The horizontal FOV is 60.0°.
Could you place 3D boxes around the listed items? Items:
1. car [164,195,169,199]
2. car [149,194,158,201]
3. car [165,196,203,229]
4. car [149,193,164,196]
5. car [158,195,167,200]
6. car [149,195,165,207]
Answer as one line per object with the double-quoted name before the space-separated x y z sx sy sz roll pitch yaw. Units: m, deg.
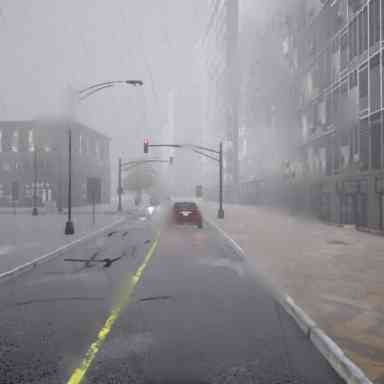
"car" -6.062 1.454 77.371 1.882 1.535 5.008 0 0 -9
"car" -9.481 1.312 81.317 2.097 1.767 4.553 0 0 -9
"car" -0.532 1.356 21.928 2.097 1.767 4.553 0 0 -4
"car" -7.229 1.206 66.039 2.150 2.045 5.566 0 0 -7
"car" -7.786 1.405 87.671 1.895 1.301 4.718 0 0 -11
"car" -5.488 1.593 50.632 1.895 1.301 4.718 0 0 -6
